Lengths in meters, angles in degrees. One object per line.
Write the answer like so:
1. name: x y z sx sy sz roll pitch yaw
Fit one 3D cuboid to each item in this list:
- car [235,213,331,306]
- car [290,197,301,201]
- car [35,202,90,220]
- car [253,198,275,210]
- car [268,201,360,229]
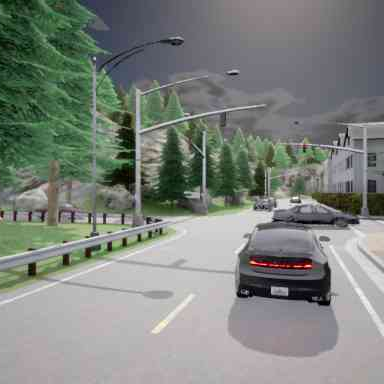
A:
1. car: 2.269 1.505 8.188 1.837 1.490 4.892 0 0 17
2. car: 19.446 1.564 62.498 1.994 1.385 4.181 0 0 18
3. car: -10.769 1.541 27.634 4.674 1.442 1.812 0 0 17
4. car: 8.786 1.564 41.075 1.994 1.385 4.181 0 0 18
5. car: 7.993 1.558 21.840 5.357 1.411 2.033 0 0 17
